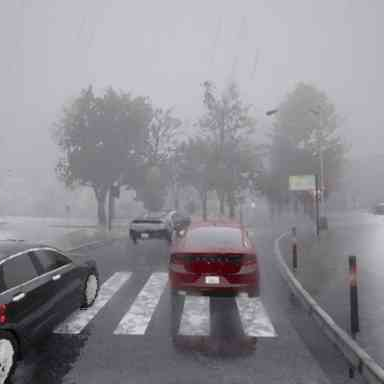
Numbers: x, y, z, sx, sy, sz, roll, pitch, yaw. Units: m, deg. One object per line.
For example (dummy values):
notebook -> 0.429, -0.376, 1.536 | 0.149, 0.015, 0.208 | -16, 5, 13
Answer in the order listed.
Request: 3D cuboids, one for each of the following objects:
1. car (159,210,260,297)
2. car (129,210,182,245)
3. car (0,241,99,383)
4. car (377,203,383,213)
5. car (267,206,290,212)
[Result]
car -> 0.632, 1.472, 8.626 | 1.882, 1.535, 5.008 | -1, 0, 6
car -> -1.285, 1.587, 15.708 | 2.128, 1.511, 4.902 | -1, -2, 14
car -> -2.937, 1.517, 5.057 | 1.837, 1.490, 4.892 | 0, 0, 3
car -> 27.880, 2.239, 47.879 | 1.812, 1.442, 4.674 | -4, -4, 37
car -> 18.936, 3.903, 72.846 | 4.892, 1.490, 1.837 | -3, -5, 37
